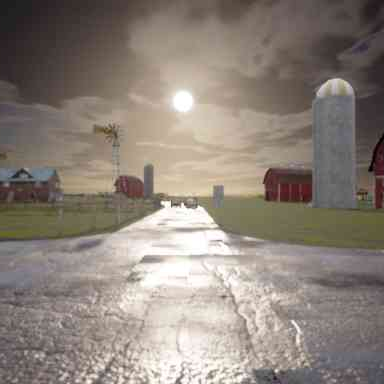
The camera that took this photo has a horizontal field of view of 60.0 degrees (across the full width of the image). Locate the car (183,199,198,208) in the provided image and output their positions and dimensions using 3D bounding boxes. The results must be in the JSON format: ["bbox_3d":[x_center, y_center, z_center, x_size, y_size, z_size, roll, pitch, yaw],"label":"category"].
[{"bbox_3d":[-0.038,2.018,57.843,2.128,1.511,4.902,0,0,-2],"label":"car"}]

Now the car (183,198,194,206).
[{"bbox_3d":[-0.699,2.102,67.952,1.837,1.490,4.892,0,0,-6],"label":"car"}]

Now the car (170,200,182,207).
[{"bbox_3d":[-2.975,2.121,61.940,1.994,1.385,4.181,0,0,-2],"label":"car"}]
